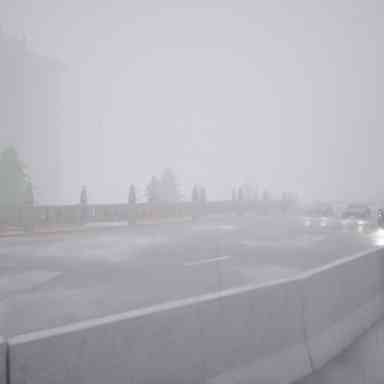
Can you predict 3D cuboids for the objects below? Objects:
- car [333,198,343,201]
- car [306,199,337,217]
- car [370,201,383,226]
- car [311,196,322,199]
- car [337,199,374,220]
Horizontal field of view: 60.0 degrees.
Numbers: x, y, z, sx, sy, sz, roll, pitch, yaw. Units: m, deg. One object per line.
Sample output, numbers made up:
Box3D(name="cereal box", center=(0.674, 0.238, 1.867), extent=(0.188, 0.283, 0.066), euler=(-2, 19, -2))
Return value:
Box3D(name="car", center=(29.695, 1.891, 67.623), extent=(1.895, 1.301, 4.718), euler=(-1, 0, 10))
Box3D(name="car", center=(12.703, 1.668, 32.970), extent=(1.812, 1.442, 4.674), euler=(0, -1, 33))
Box3D(name="car", center=(14.318, 1.564, 23.288), extent=(2.128, 1.511, 4.902), euler=(0, 0, 38))
Box3D(name="car", center=(26.686, 1.523, 71.158), extent=(1.812, 1.442, 4.674), euler=(-1, 0, 8))
Box3D(name="car", center=(14.726, 1.659, 29.603), extent=(2.033, 1.411, 5.357), euler=(0, 0, 35))
